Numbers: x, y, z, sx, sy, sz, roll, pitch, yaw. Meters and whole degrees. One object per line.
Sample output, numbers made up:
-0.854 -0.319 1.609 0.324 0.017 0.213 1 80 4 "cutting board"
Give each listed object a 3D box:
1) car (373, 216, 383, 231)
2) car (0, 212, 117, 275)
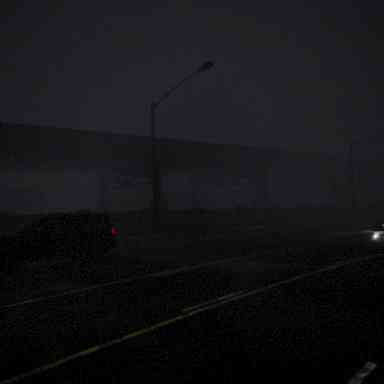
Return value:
16.543 2.427 27.099 4.181 1.385 1.994 1 -3 -35 "car"
-5.785 1.921 13.627 5.566 2.045 2.150 1 -3 -45 "car"
